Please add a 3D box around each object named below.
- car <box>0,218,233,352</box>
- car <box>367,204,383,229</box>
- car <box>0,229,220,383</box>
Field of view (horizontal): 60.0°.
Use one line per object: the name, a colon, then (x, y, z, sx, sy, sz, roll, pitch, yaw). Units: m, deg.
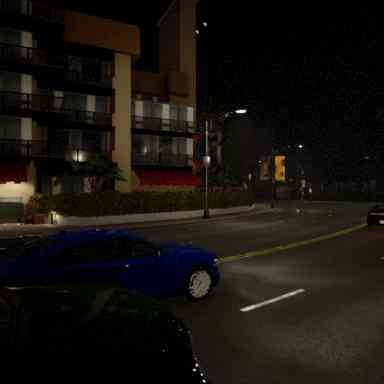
car: (-1.683, 1.472, 6.562, 5.008, 1.535, 1.882, 0, 0, -36)
car: (12.310, 1.484, 20.830, 2.128, 1.511, 4.902, 0, 0, 38)
car: (-2.448, 1.212, 1.667, 5.566, 2.045, 2.150, 1, -1, -34)
